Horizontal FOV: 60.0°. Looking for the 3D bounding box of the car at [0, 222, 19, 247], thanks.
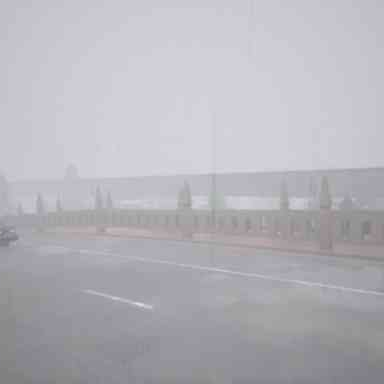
[{"bbox_3d":[-10.268,1.904,15.611,5.357,1.411,2.033,-3,-2,35],"label":"car"}]
